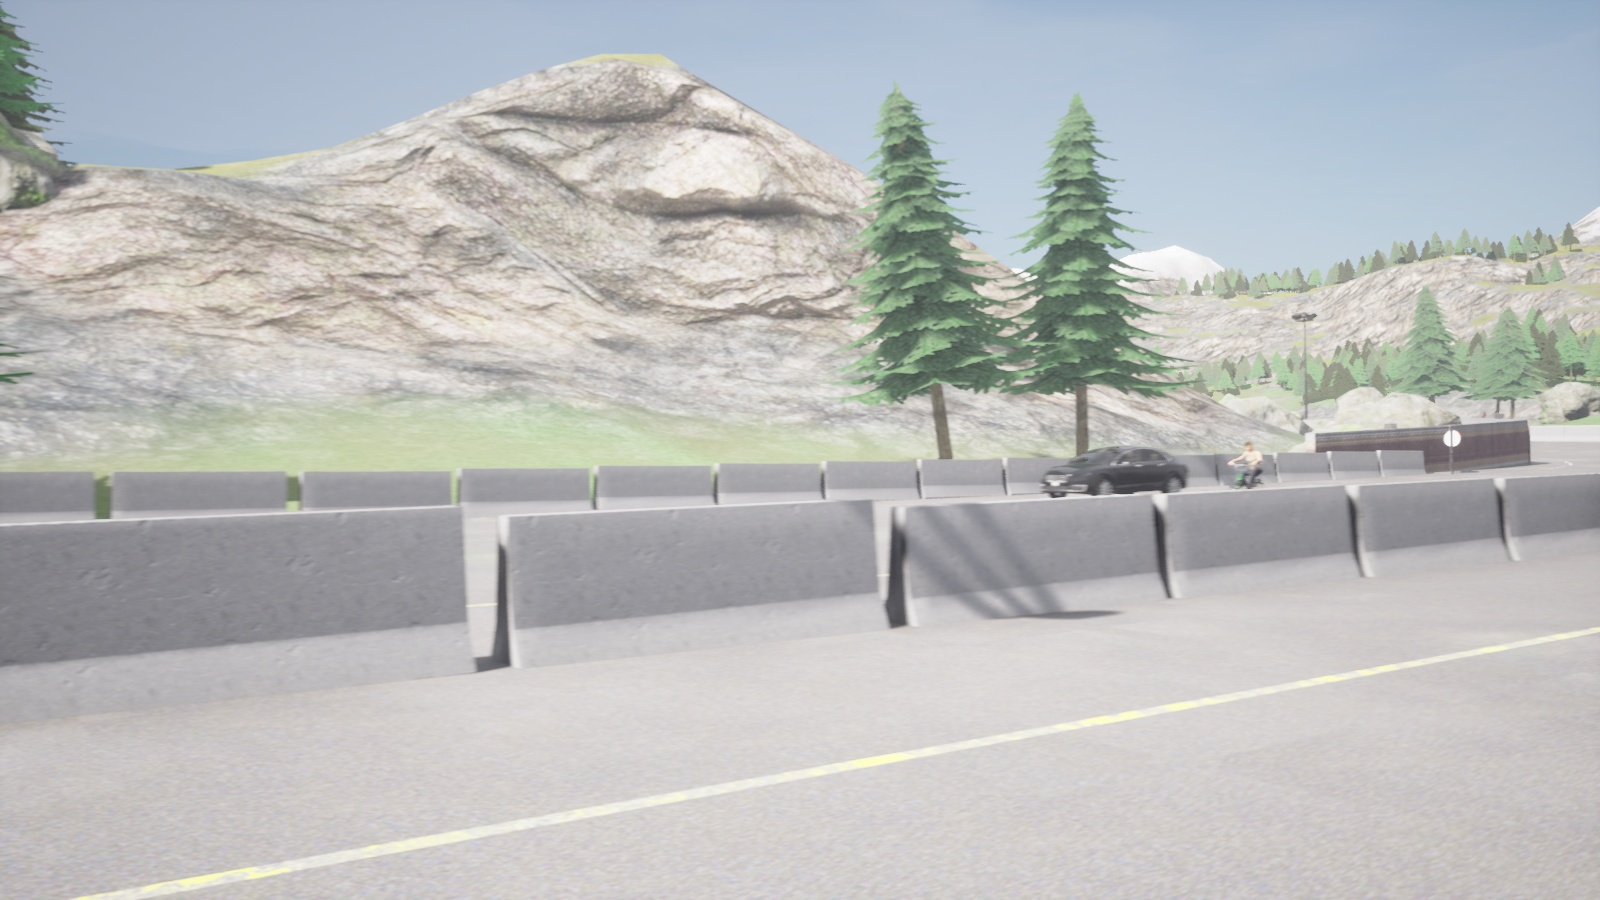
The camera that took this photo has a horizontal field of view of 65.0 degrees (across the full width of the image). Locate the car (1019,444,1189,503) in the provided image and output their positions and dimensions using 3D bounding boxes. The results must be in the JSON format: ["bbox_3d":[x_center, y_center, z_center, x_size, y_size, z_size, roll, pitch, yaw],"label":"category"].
[{"bbox_3d":[8.571,0.618,35.211,4.892,1.490,1.837,-1,0,-35],"label":"car"}]

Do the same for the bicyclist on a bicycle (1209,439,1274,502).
[{"bbox_3d":[11.636,0.520,33.086,1.509,1.612,0.866,-1,0,-35],"label":"bicyclist on a bicycle"}]
